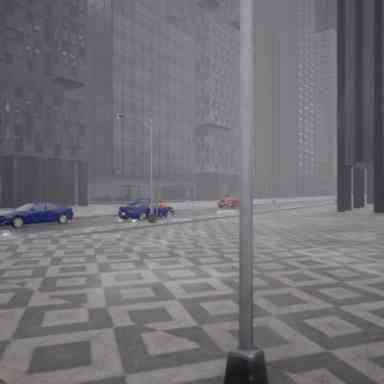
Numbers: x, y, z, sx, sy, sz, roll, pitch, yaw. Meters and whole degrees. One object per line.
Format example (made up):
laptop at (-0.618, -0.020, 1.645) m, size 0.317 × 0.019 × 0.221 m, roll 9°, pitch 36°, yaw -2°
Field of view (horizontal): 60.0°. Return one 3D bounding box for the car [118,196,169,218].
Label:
car at (-4.369, 1.308, 30.540) m, size 2.097 × 1.767 × 4.553 m, roll 0°, pitch 0°, yaw 36°

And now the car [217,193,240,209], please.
car at (5.527, 1.157, 44.021) m, size 2.150 × 2.045 × 5.566 m, roll 0°, pitch 0°, yaw 37°

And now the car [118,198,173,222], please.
car at (-3.552, 1.438, 26.302) m, size 1.882 × 1.535 × 5.008 m, roll 0°, pitch 0°, yaw 37°

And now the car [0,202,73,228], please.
car at (-10.443, 1.447, 22.230) m, size 1.882 × 1.535 × 5.008 m, roll 0°, pitch 0°, yaw 36°
